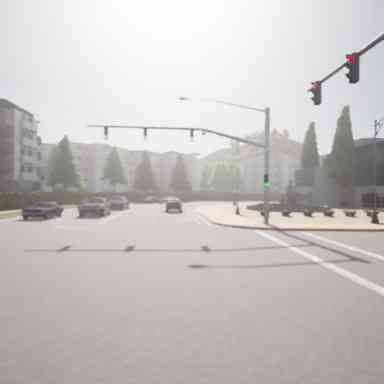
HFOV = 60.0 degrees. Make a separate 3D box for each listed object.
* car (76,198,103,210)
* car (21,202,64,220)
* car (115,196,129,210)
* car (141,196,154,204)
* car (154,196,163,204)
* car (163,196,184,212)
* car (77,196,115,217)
[{"bbox_3d":[-12.585,1.460,40.988,1.994,1.385,4.181,1,0,1],"label":"car"},{"bbox_3d":[-12.045,1.493,27.040,1.895,1.301,4.718,1,0,-4],"label":"car"},{"bbox_3d":[-9.120,1.287,40.588,2.097,1.767,4.553,1,0,2],"label":"car"},{"bbox_3d":[-7.612,1.490,61.958,1.812,1.442,4.674,1,0,25],"label":"car"},{"bbox_3d":[-4.192,1.493,60.965,2.128,1.511,4.902,1,0,27],"label":"car"},{"bbox_3d":[-2.064,1.512,39.186,1.837,1.490,4.892,0,0,-1],"label":"car"},{"bbox_3d":[-8.745,1.281,30.254,2.097,1.767,4.553,1,0,-4],"label":"car"}]
